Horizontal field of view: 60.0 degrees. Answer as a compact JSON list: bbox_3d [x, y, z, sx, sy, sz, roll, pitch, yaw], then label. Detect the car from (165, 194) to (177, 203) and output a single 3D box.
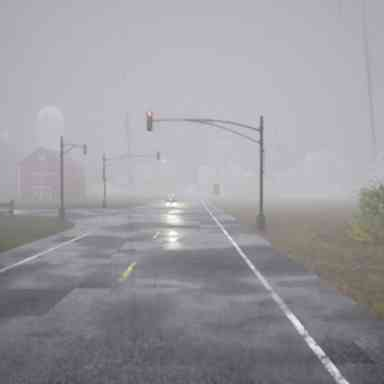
[{"bbox_3d":[-3.501,1.034,56.072,2.128,1.511,4.902,0,1,0],"label":"car"}]
